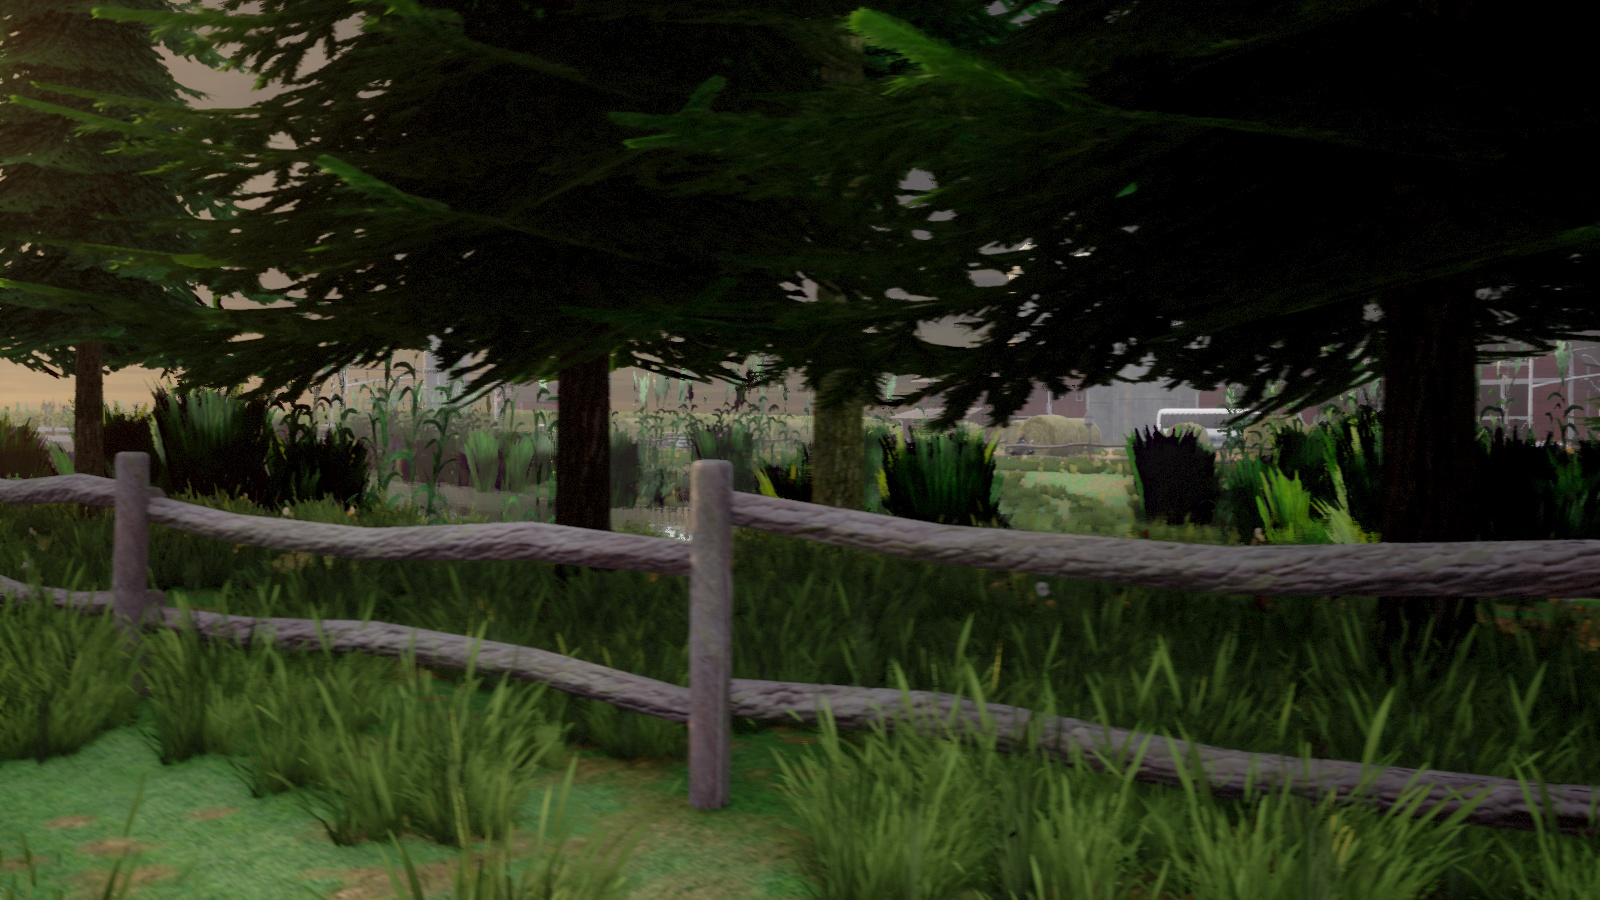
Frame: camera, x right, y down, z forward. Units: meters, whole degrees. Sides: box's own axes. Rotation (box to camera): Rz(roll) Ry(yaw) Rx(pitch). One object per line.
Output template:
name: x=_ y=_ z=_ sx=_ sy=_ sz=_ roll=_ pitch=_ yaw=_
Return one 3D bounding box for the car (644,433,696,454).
car: x=-9.668 y=-0.496 z=93.221 sx=1.970 sy=1.475 sz=3.806 roll=-1 pitch=1 yaw=-43
